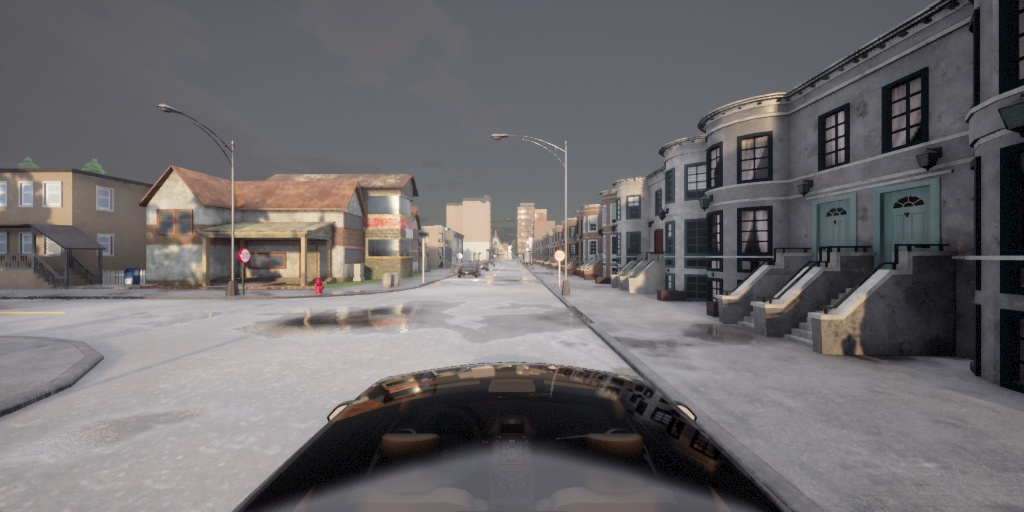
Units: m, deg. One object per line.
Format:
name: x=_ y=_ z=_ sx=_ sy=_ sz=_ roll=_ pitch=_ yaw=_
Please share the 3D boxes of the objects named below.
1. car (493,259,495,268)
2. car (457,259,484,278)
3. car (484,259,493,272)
car: x=-3.822 y=1.164 z=61.579 sx=2.033 sy=1.411 sz=5.357 roll=0 pitch=0 yaw=0
car: x=-4.011 y=1.255 z=34.211 sx=1.837 sy=1.490 sz=4.892 roll=0 pitch=0 yaw=0
car: x=-3.964 y=1.242 z=46.365 sx=2.128 sy=1.511 sz=4.902 roll=0 pitch=0 yaw=0
